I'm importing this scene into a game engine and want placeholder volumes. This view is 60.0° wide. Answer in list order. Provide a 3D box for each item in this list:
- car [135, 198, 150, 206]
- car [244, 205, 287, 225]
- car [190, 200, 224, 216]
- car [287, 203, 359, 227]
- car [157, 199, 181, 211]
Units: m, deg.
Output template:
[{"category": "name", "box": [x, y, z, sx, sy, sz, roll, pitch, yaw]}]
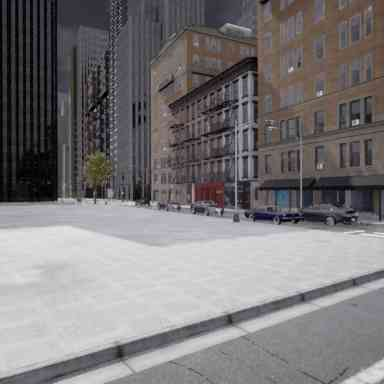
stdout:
[{"category": "car", "box": [-9.240, 1.815, 61.931, 1.837, 1.490, 4.892, 0, 0, -27]}, {"category": "car", "box": [6.006, 1.686, 24.944, 1.895, 1.301, 4.718, 0, 0, -26]}, {"category": "car", "box": [1.493, 1.630, 34.087, 2.128, 1.511, 4.902, 0, 0, -26]}, {"category": "car", "box": [9.421, 1.567, 23.808, 1.837, 1.490, 4.892, -1, 0, -26]}, {"category": "car", "box": [-3.055, 1.689, 43.332, 2.128, 1.511, 4.902, 0, 0, -26]}]
